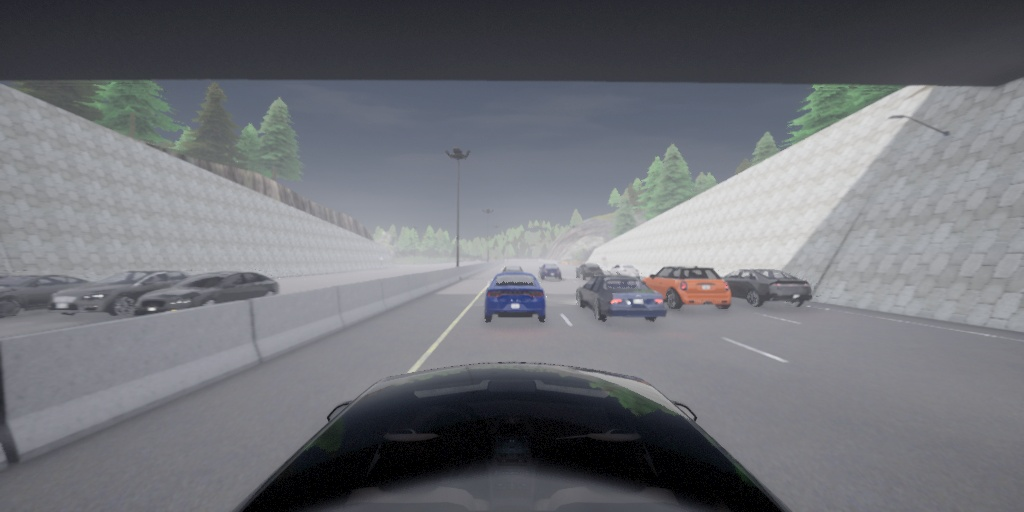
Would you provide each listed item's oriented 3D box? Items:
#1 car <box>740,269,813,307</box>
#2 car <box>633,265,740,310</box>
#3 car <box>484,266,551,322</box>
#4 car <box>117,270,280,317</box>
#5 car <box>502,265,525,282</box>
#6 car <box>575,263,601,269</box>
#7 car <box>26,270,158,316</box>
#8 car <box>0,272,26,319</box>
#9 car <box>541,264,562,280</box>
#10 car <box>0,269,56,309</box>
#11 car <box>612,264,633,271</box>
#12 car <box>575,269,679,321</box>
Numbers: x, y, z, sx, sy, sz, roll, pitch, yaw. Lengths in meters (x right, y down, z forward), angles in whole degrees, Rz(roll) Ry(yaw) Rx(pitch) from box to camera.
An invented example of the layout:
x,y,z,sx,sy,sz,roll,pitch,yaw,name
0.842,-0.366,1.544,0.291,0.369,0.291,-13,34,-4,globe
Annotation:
x,y,z,sx,sy,sz,roll,pitch,yaw,name
10.594,1.321,15.807,2.128,1.511,4.902,0,0,0,car
7.095,1.178,15.233,2.097,1.767,4.553,0,0,0,car
0.095,1.289,12.691,1.882,1.535,5.008,0,0,0,car
-10.592,1.316,12.977,1.837,1.490,4.892,0,0,0,car
0.087,1.518,31.768,1.895,1.301,4.718,0,0,0,car
7.086,1.430,33.179,1.837,1.490,4.892,0,0,0,car
-14.090,1.306,13.686,2.128,1.511,4.902,0,0,0,car
-17.591,1.375,13.057,1.994,1.385,4.181,0,0,0,car
3.574,1.456,34.036,1.812,1.442,4.674,0,0,0,car
-21.090,1.304,13.296,2.128,1.511,4.902,0,0,0,car
10.574,1.456,34.008,1.812,1.442,4.674,0,0,0,car
3.596,1.359,12.729,2.033,1.411,5.357,0,0,0,car
